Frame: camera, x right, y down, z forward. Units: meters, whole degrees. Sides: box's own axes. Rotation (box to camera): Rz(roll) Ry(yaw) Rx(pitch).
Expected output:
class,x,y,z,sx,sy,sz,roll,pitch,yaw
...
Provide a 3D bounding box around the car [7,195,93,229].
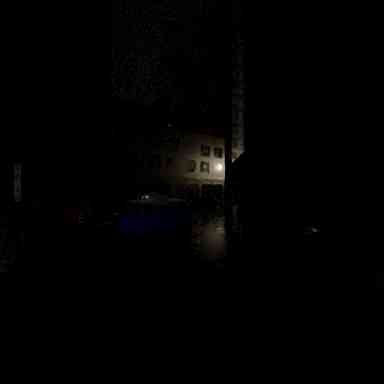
class,x,y,z,sx,sy,sz,roll,pitch,yaw
car,-8.518,1.125,20.513,2.192,1.841,5.009,1,1,35

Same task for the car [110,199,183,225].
class,x,y,z,sx,sy,sz,roll,pitch,yaw
car,-3.036,1.304,23.647,2.033,1.411,5.357,0,1,35

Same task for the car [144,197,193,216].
class,x,y,z,sx,sy,sz,roll,pitch,yaw
car,-2.019,1.216,29.659,1.887,1.381,4.507,1,1,35

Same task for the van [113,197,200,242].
class,x,y,z,sx,sy,sz,roll,pitch,yaw
van,-1.571,1.209,15.573,1.690,1.788,3.998,1,1,35

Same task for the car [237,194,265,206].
class,x,y,z,sx,sy,sz,roll,pitch,yaw
car,7.733,1.029,43.373,1.947,1.339,4.313,1,2,35

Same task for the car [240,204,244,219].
class,x,y,z,sx,sy,sz,roll,pitch,yaw
car,4.928,1.281,24.719,2.008,1.369,4.403,1,1,35

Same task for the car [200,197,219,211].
class,x,y,z,sx,sy,sz,roll,pitch,yaw
car,1.232,1.168,34.231,1.947,1.339,4.313,1,2,35
